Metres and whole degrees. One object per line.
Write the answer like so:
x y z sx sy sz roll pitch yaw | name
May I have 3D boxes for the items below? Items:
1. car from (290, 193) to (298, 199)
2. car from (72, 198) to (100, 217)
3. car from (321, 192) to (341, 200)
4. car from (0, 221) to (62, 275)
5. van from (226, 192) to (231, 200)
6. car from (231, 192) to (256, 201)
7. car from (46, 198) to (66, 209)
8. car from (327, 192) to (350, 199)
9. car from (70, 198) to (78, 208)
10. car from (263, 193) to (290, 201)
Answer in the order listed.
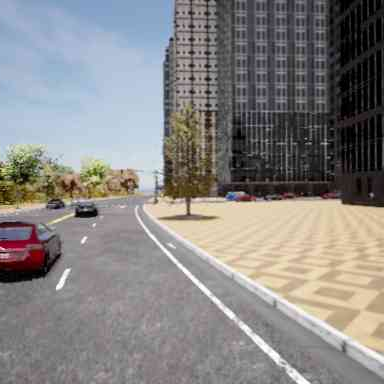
20.707 0.893 71.984 4.507 1.381 1.887 -1 1 -4 | car
-10.197 1.615 32.671 1.994 1.385 4.181 -1 0 -11 | car
26.995 0.869 64.049 4.206 1.307 1.802 -1 1 -4 | car
-5.325 1.602 10.407 1.994 1.385 4.181 -1 0 -14 | car
9.352 0.896 71.230 3.998 1.788 1.690 -1 1 -4 | van
9.989 1.038 62.631 4.097 1.590 1.967 -1 1 -4 | car
-19.368 1.662 47.485 1.812 1.442 4.674 -1 0 -8 | car
32.049 0.708 72.838 4.313 1.339 1.947 -1 1 -4 | car
-16.147 1.484 47.912 1.895 1.301 4.718 -1 0 -8 | car
15.658 1.060 63.120 4.313 1.339 1.947 -1 1 -4 | car
